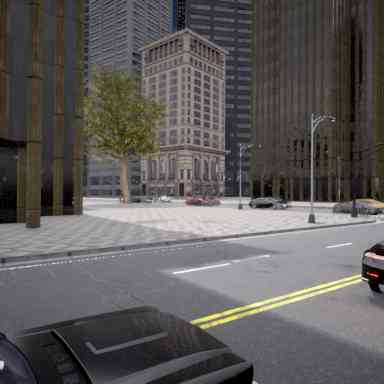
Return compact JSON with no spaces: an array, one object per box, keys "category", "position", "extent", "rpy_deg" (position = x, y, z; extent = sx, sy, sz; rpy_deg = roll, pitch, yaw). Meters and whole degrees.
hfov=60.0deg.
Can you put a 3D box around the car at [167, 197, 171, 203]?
[{"category":"car","position":[-6.412,1.568,72.112],"extent":[1.812,1.442,4.674],"rpy_deg":[1,-1,-45]}]

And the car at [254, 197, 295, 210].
[{"category":"car","position":[10.650,1.476,43.165],"extent":[2.128,1.511,4.902],"rpy_deg":[1,0,-39]}]

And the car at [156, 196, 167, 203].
[{"category":"car","position":[-7.705,1.159,64.129],"extent":[2.128,1.511,4.902],"rpy_deg":[1,-1,-44]}]

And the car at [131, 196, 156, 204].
[{"category":"car","position":[-9.348,1.441,61.115],"extent":[2.128,1.511,4.902],"rpy_deg":[1,-1,-43]}]

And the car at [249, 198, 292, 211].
[{"category":"car","position":[9.082,1.444,39.947],"extent":[2.128,1.511,4.902],"rpy_deg":[1,0,-39]}]

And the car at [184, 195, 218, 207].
[{"category":"car","position":[1.175,1.475,49.386],"extent":[1.812,1.442,4.674],"rpy_deg":[1,-1,-41]}]

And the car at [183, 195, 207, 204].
[{"category":"car","position":[0.548,1.398,64.926],"extent":[2.097,1.767,4.553],"rpy_deg":[1,-1,-43]}]

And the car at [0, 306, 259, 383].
[{"category":"car","position":[-1.733,1.601,2.205],"extent":[4.718,1.301,1.895],"rpy_deg":[0,0,-36]}]

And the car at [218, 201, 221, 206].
[{"category":"car","position":[2.502,1.507,52.808],"extent":[1.812,1.442,4.674],"rpy_deg":[1,-1,-41]}]

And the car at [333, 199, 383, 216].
[{"category":"car","position":[15.646,1.516,31.596],"extent":[1.994,1.385,4.181],"rpy_deg":[1,0,-38]}]

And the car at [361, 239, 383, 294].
[{"category":"car","position":[5.788,1.492,7.567],"extent":[4.902,1.511,2.128],"rpy_deg":[0,0,-35]}]
